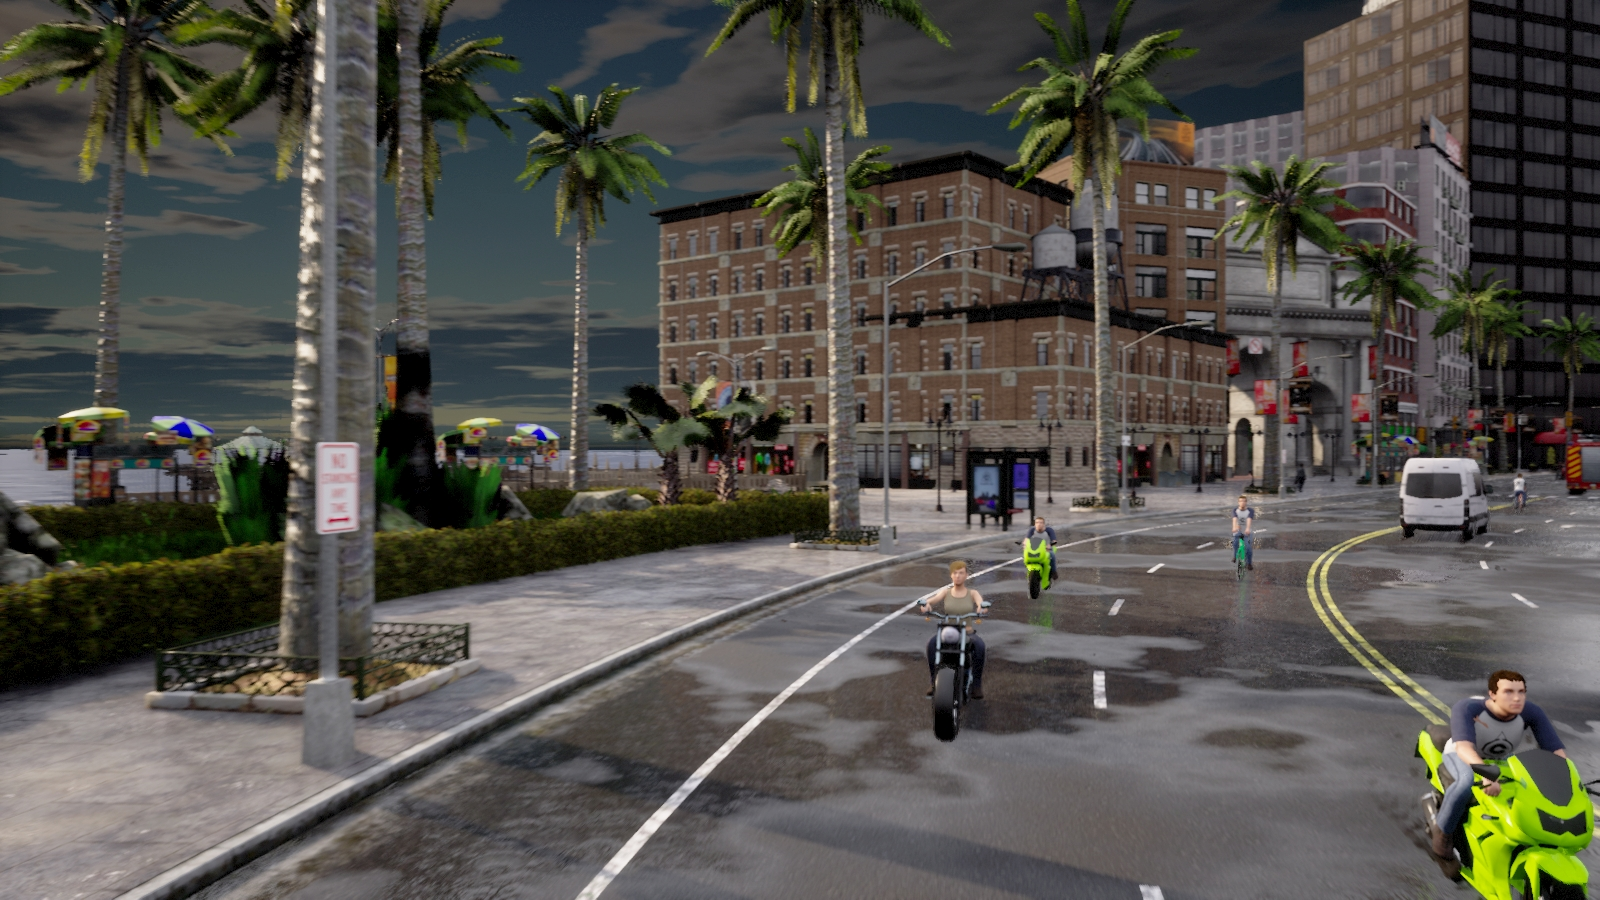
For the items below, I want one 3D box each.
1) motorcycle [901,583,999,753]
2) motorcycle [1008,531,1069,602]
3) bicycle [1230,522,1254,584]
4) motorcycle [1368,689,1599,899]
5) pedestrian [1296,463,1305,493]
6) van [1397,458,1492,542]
[{"bbox_3d":[1.604,2.171,11.856,0.764,1.277,2.356,0,0,14],"label":"motorcycle"},{"bbox_3d":[4.621,2.216,22.030,0.803,1.145,2.033,0,0,21],"label":"motorcycle"},{"bbox_3d":[9.634,2.211,24.887,0.373,1.196,1.643,0,0,26],"label":"bicycle"},{"bbox_3d":[4.124,2.215,6.763,0.803,1.145,2.033,0,0,10],"label":"motorcycle"},{"bbox_3d":[30.961,1.714,70.671,0.375,1.860,0.375,0,0,-31],"label":"pedestrian"},{"bbox_3d":[21.474,1.547,37.938,1.988,2.561,5.915,0,0,37],"label":"van"}]
